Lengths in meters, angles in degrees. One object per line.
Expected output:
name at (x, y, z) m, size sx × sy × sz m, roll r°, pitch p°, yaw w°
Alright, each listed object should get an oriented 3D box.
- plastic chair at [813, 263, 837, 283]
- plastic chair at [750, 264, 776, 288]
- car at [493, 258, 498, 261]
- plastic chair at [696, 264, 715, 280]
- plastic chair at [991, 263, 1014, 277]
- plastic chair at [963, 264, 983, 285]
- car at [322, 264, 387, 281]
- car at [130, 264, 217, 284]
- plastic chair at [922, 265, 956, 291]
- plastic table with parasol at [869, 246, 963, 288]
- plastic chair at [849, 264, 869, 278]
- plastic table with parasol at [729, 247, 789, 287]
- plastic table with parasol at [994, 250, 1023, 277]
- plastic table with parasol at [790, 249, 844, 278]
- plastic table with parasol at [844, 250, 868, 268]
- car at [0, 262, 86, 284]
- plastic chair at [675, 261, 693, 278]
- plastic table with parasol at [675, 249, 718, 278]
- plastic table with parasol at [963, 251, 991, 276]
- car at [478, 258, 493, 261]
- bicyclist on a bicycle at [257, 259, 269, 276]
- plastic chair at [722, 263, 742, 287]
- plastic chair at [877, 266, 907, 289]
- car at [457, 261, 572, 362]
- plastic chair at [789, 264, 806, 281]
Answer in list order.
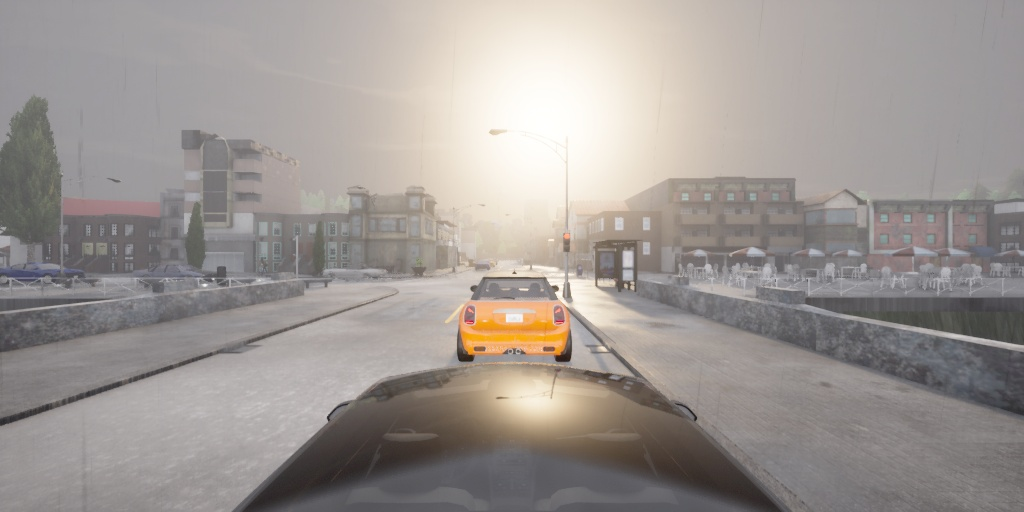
plastic chair at (22.803, 1.279, 26.131) m, size 0.750 × 1.272 × 0.730 m, roll 0°, pitch 0°, yaw 0°
plastic chair at (15.002, 1.279, 21.433) m, size 0.750 × 1.272 × 0.730 m, roll 0°, pitch 0°, yaw 0°
car at (-4.055, 1.227, 64.009) m, size 1.882 × 1.535 × 5.008 m, roll 0°, pitch 0°, yaw 1°
plastic chair at (15.804, 1.279, 29.233) m, size 0.750 × 1.272 × 0.730 m, roll 0°, pitch 0°, yaw 0°
plastic chair at (45.505, 1.279, 33.325) m, size 0.730 × 1.272 × 0.750 m, roll 0°, pitch 0°, yaw 0°
plastic chair at (30.502, 1.279, 23.829) m, size 0.750 × 1.272 × 0.730 m, roll 0°, pitch 0°, yaw 0°
car at (-13.105, 1.350, 29.966) m, size 4.718 × 1.301 × 1.895 m, roll 0°, pitch 0°, yaw 2°
car at (-24.466, 1.297, 26.184) m, size 5.357 × 1.411 × 2.033 m, roll 0°, pitch 0°, yaw 0°
plastic chair at (23.701, 1.279, 19.931) m, size 0.750 × 1.272 × 0.730 m, roll 0°, pitch 0°, yaw 0°
plastic table with parasol at (23.802, 0.675, 21.281) m, size 2.482 × 2.480 × 2.482 m, roll 0°, pitch 0°, yaw 0°
plastic chair at (29.904, 1.279, 30.829) m, size 0.750 × 1.272 × 0.730 m, roll 0°, pitch 0°, yaw 0°
plastic table with parasol at (15.172, 0.675, 22.693) m, size 2.482 × 2.480 × 2.482 m, roll 0°, pitch 0°, yaw 0°
plastic table with parasol at (46.705, 0.675, 33.205) m, size 2.482 × 2.480 × 2.482 m, roll 0°, pitch 0°, yaw 0°
plastic table with parasol at (22.903, 0.675, 27.481) m, size 2.482 × 2.480 × 2.482 m, roll 0°, pitch 0°, yaw 0°
plastic table with parasol at (30.234, 0.675, 32.199) m, size 2.482 × 2.480 × 2.482 m, roll 0°, pitch 0°, yaw 0°
car at (-34.322, 1.227, 26.195) m, size 5.008 × 1.535 × 1.882 m, roll 0°, pitch 0°, yaw 0°
plastic chair at (14.704, 1.279, 30.633) m, size 0.730 × 1.272 × 0.750 m, roll 0°, pitch 0°, yaw 0°
plastic table with parasol at (15.924, 0.675, 30.513) m, size 2.482 × 2.480 × 2.482 m, roll 0°, pitch 0°, yaw 0°
plastic table with parasol at (30.513, 0.675, 25.109) m, size 2.482 × 2.480 × 2.482 m, roll 0°, pitch 0°, yaw 0°
car at (-4.091, 1.227, 51.054) m, size 1.882 × 1.535 × 5.008 m, roll 0°, pitch 0°, yaw 0°
bicyclist on a bicycle at (-24.014, 1.098, 34.583) m, size 0.582 × 1.620 × 1.656 m, roll 0°, pitch 0°, yaw 0°
plastic chair at (13.902, 1.279, 22.834) m, size 0.730 × 1.272 × 0.750 m, roll 0°, pitch 0°, yaw 0°
plastic chair at (22.602, 1.279, 21.331) m, size 0.730 × 1.272 × 0.750 m, roll 0°, pitch 0°, yaw 0°
car at (0.061, 1.102, 8.375) m, size 2.097 × 1.767 × 4.553 m, roll 0°, pitch 0°, yaw 1°
plastic chair at (21.703, 1.279, 27.531) m, size 0.730 × 1.272 × 0.750 m, roll 0°, pitch 0°, yaw 0°
